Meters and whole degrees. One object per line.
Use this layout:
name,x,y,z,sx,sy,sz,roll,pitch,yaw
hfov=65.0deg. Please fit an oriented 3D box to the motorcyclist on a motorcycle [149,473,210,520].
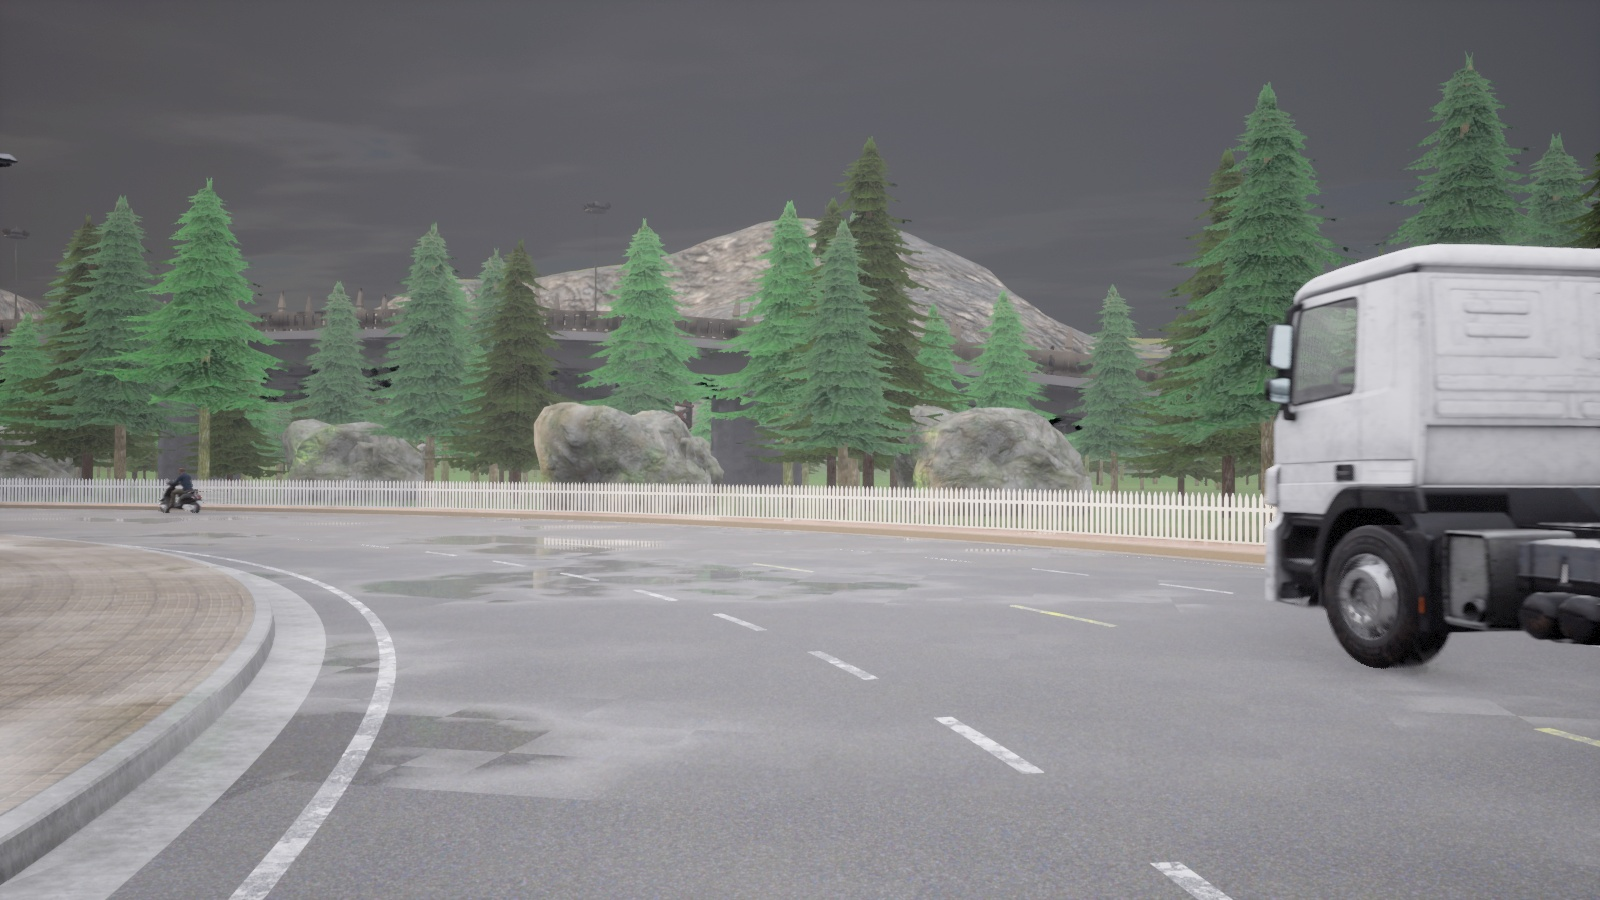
motorcyclist on a motorcycle,-21.368,1.578,43.257,1.817,1.590,0.866,-1,-1,18

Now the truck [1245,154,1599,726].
truck,6.231,-0.057,8.081,2.891,3.462,7.936,0,-1,-9
